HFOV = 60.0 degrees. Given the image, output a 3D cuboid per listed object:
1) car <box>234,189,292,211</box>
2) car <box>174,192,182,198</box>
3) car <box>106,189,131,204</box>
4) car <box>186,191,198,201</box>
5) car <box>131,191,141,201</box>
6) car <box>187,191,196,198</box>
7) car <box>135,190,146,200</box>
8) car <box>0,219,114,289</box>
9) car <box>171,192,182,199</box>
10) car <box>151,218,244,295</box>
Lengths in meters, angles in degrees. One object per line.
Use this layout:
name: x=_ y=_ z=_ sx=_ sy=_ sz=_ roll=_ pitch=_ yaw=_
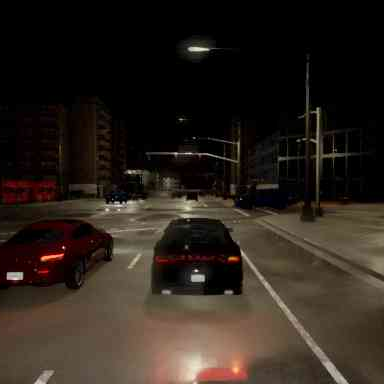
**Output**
car: x=7.022 y=0.754 z=32.984 sx=5.566 sy=2.045 sz=2.150 roll=0 pitch=1 yaw=-2
car: x=-3.600 y=0.681 z=85.683 sx=1.837 sy=1.490 sz=4.892 roll=0 pitch=0 yaw=0
car: x=-10.625 y=0.617 z=47.258 sx=2.150 sy=2.045 sz=5.566 roll=0 pitch=0 yaw=0
car: x=0.017 y=0.807 z=60.000 sx=1.882 sy=1.535 sz=5.008 roll=0 pitch=0 yaw=0
car: x=-10.616 y=0.941 z=57.333 sx=1.895 sy=1.301 sz=4.718 roll=0 pitch=0 yaw=0
car: x=-0.102 y=0.602 z=86.905 sx=2.097 sy=1.767 sz=4.553 roll=0 pitch=0 yaw=0
car: x=-10.588 y=0.530 z=67.543 sx=2.150 sy=2.045 sz=5.566 roll=0 pitch=0 yaw=0
car: x=-3.412 y=1.433 z=8.744 sx=1.812 sy=1.442 sz=4.674 roll=0 pitch=1 yaw=0
car: x=-3.588 y=0.804 z=75.681 sx=1.812 sy=1.442 sz=4.674 roll=0 pitch=0 yaw=0
car: x=0.097 y=1.390 z=8.545 sx=1.882 sy=1.535 sz=5.008 roll=0 pitch=1 yaw=0
